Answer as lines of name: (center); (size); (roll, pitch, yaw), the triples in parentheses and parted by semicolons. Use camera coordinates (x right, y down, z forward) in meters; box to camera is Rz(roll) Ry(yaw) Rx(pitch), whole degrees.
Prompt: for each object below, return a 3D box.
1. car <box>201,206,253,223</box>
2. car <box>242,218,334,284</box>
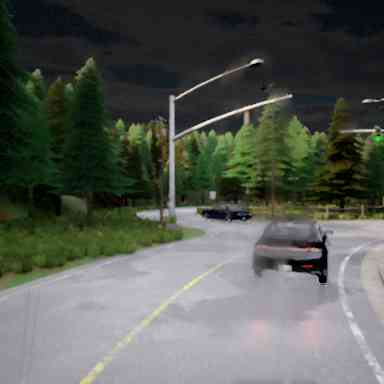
car: (2.854, 1.838, 28.375); (1.895, 1.301, 4.718); (0, -1, -36)
car: (3.106, 1.565, 9.992); (2.128, 1.511, 4.902); (0, 0, 23)
